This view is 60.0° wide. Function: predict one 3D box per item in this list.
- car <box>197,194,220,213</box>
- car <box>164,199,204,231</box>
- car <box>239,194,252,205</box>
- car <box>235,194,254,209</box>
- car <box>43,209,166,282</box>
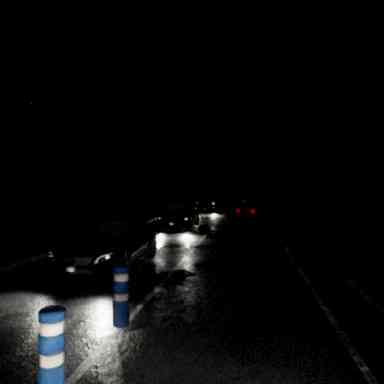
[{"bbox_3d":[1.534,1.018,32.798,2.097,1.767,4.553,1,0,10],"label":"car"},{"bbox_3d":[-0.691,1.358,19.545,1.812,1.442,4.674,1,1,9],"label":"car"},{"bbox_3d":[7.928,1.115,49.418,1.837,1.490,4.892,1,0,10],"label":"car"},{"bbox_3d":[6.255,0.989,39.351,2.097,1.767,4.553,1,1,9],"label":"car"},{"bbox_3d":[-2.324,1.447,9.721,1.812,1.442,4.674,1,0,10],"label":"car"}]
